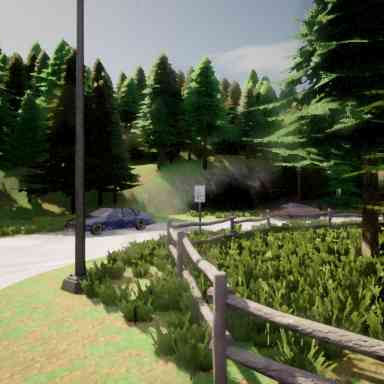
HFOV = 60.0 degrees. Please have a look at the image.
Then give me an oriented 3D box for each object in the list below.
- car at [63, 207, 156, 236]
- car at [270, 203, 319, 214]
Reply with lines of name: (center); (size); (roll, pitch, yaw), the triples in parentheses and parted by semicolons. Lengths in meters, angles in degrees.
car: (-4.523, 1.574, 19.156); (2.033, 1.411, 5.357); (0, 0, 41)
car: (8.262, 1.590, 27.219); (4.181, 1.385, 1.994); (0, 0, -14)
